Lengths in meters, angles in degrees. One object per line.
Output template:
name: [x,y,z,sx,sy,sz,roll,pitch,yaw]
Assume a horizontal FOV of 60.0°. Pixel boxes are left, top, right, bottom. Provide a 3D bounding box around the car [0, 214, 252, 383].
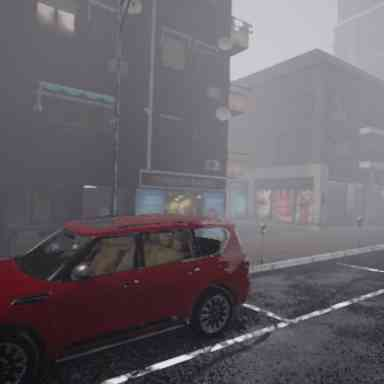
car: [-1.266,1.336,5.162,5.009,1.841,2.192,1,1,-35]
